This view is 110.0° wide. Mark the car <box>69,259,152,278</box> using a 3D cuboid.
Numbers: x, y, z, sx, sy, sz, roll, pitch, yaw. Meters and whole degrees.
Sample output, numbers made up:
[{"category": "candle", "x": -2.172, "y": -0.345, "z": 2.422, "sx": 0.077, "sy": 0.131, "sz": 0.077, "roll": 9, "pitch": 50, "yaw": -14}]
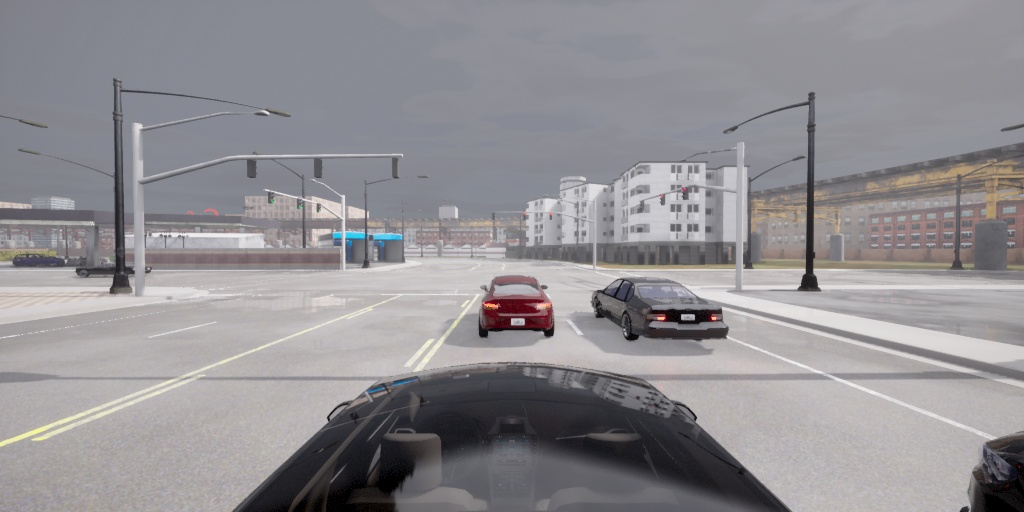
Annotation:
[{"category": "car", "x": -33.651, "y": 1.134, "z": 30.298, "sx": 4.718, "sy": 1.301, "sz": 1.895, "roll": 0, "pitch": 1, "yaw": -1}]

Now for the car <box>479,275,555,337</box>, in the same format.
[{"category": "car", "x": 0.071, "y": 1.256, "z": 10.102, "sx": 1.812, "sy": 1.442, "sz": 4.674, "roll": 0, "pitch": 0, "yaw": -1}]

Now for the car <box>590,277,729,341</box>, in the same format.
[{"category": "car", "x": 3.582, "y": 1.282, "z": 9.817, "sx": 2.033, "sy": 1.411, "sz": 5.357, "roll": 0, "pitch": 0, "yaw": 0}]
